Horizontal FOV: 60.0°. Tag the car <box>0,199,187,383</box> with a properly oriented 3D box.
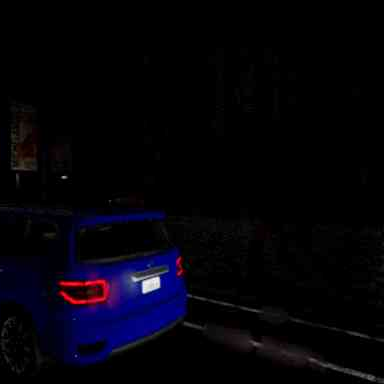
[{"bbox_3d":[-2.682,1.196,5.599,5.566,2.045,2.150,1,0,35],"label":"car"}]

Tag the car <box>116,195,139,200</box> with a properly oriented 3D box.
[{"bbox_3d":[-9.514,1.214,46.671,2.097,1.767,4.553,0,0,36],"label":"car"}]
